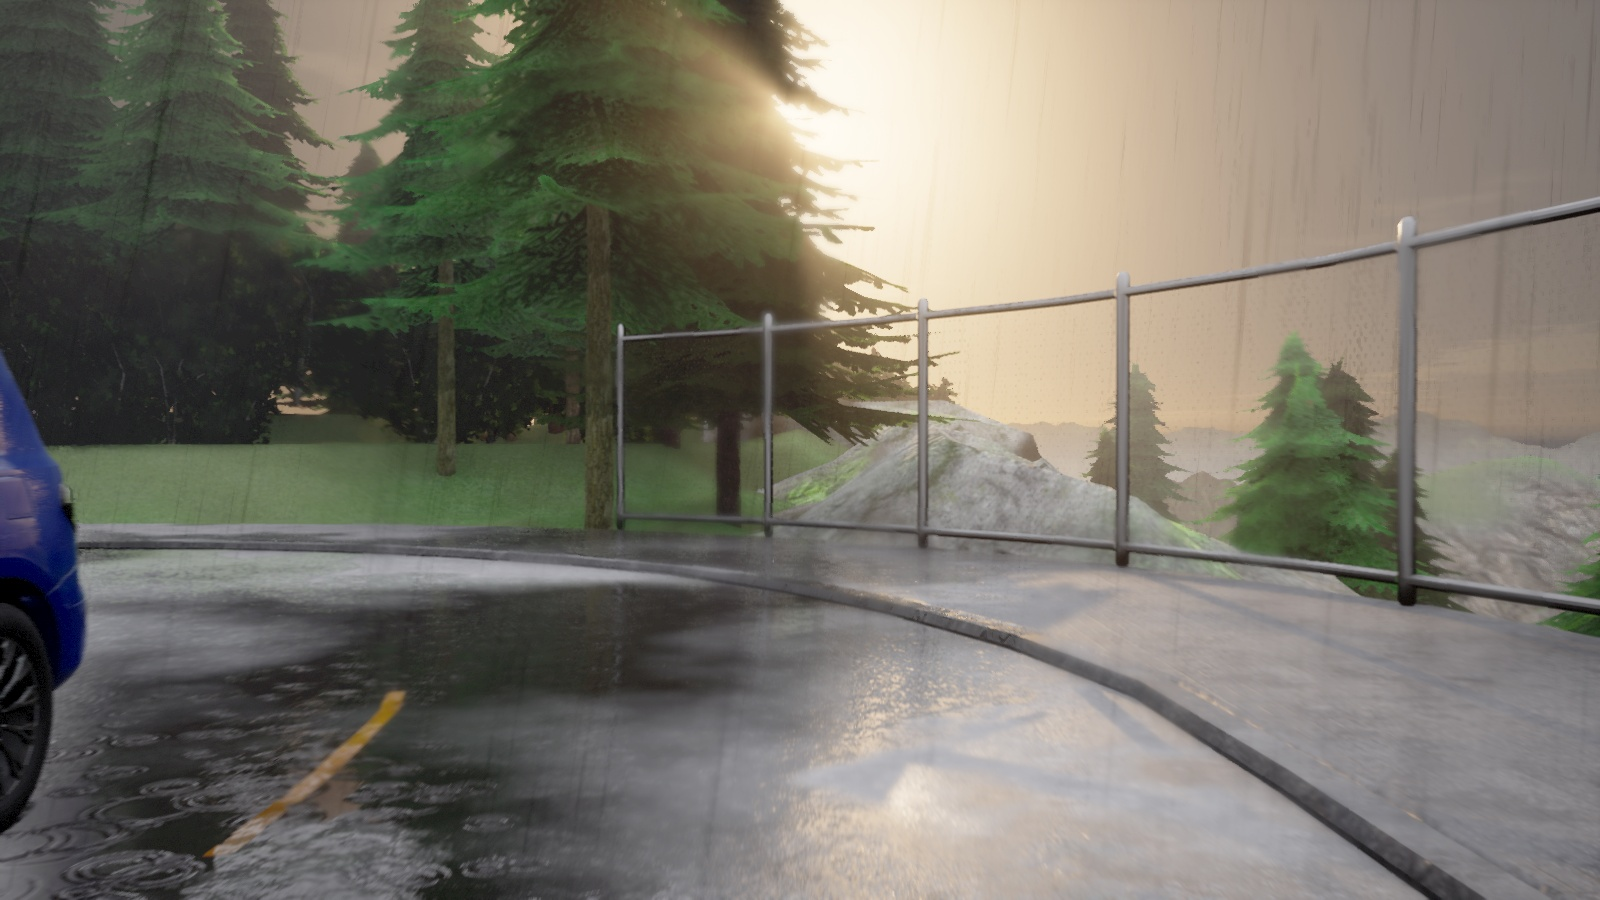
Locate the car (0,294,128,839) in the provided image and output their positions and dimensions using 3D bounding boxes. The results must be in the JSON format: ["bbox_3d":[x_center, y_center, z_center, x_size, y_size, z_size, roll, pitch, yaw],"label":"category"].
[{"bbox_3d":[-3.899,0.446,2.958,2.150,2.045,5.566,0,0,-6],"label":"car"}]
